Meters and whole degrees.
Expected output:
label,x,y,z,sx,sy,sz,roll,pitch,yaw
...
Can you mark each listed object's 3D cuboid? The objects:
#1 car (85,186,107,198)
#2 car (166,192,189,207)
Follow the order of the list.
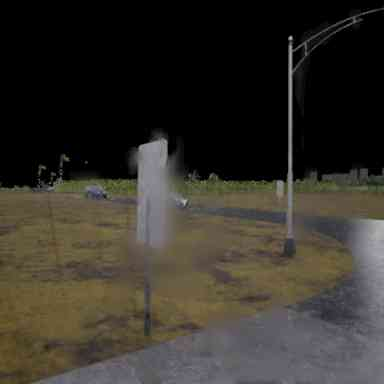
label,x,y,z,sx,sy,sz,roll,pitch,yaw
car,-15.952,-0.037,55.061,2.150,2.045,5.566,1,0,-35
car,-2.142,0.769,35.156,2.128,1.511,4.902,1,1,-35
